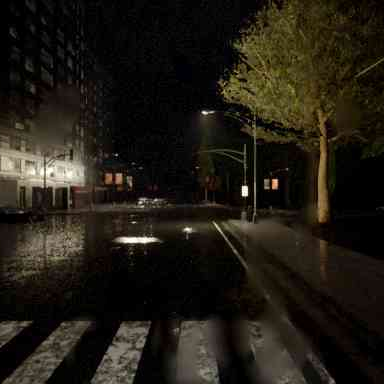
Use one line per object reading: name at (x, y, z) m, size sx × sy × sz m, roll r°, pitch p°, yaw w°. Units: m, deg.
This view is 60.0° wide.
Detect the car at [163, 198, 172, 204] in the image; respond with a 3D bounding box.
car at (-6.288, 2.312, 84.625) m, size 1.895 × 1.301 × 4.718 m, roll 0°, pitch -1°, yaw 0°

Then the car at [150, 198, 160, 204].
car at (-9.536, 2.269, 85.456) m, size 2.033 × 1.411 × 5.357 m, roll 0°, pitch -1°, yaw 0°

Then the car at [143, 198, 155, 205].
car at (-9.563, 2.111, 74.913) m, size 2.033 × 1.411 × 5.357 m, roll 0°, pitch -1°, yaw 0°

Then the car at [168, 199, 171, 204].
car at (-6.314, 2.040, 74.300) m, size 1.882 × 1.535 × 5.008 m, roll 0°, pitch -1°, yaw 0°

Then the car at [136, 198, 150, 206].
car at (-9.627, 1.923, 64.617) m, size 2.128 × 1.511 × 4.902 m, roll 0°, pitch -1°, yaw 1°

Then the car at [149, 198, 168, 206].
car at (-6.378, 1.976, 64.351) m, size 2.033 × 1.411 × 5.357 m, roll 0°, pitch -1°, yaw 1°

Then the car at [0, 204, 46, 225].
car at (-12.778, 1.522, 22.555) m, size 2.033 × 1.411 × 5.357 m, roll 4°, pitch -1°, yaw 34°

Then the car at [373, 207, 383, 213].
car at (42.449, 4.001, 74.974) m, size 5.357 × 1.411 × 2.033 m, roll 4°, pitch -3°, yaw -45°
